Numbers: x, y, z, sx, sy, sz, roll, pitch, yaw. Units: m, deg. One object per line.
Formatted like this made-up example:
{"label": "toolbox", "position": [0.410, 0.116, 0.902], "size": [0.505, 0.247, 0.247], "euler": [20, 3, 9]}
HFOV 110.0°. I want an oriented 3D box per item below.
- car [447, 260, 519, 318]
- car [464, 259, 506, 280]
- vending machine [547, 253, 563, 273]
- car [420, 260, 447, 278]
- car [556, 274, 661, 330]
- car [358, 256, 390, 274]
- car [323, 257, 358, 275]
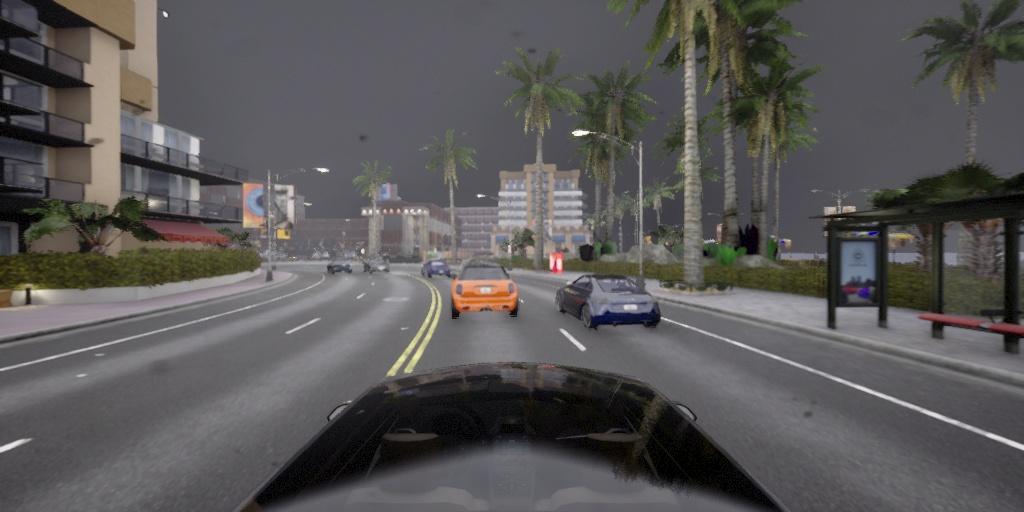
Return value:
{"label": "car", "position": [-1.113, 1.026, 12.838], "size": [2.097, 1.767, 4.553], "euler": [0, 1, -9]}
{"label": "car", "position": [-2.374, 1.046, 29.964], "size": [2.128, 1.511, 4.902], "euler": [0, 0, -22]}
{"label": "vending machine", "position": [4.190, 0.699, 33.824], "size": [1.100, 2.100, 0.880], "euler": [0, 0, -23]}
{"label": "car", "position": [-6.623, 1.088, 31.047], "size": [1.812, 1.442, 4.674], "euler": [0, 0, -24]}
{"label": "car", "position": [2.709, 1.238, 10.958], "size": [1.994, 1.385, 4.181], "euler": [0, 0, -7]}
{"label": "car", "position": [-14.073, 1.036, 37.133], "size": [2.128, 1.511, 4.902], "euler": [0, 0, -33]}
{"label": "car", "position": [-17.406, 1.111, 36.169], "size": [2.033, 1.411, 5.357], "euler": [0, 0, -33]}
